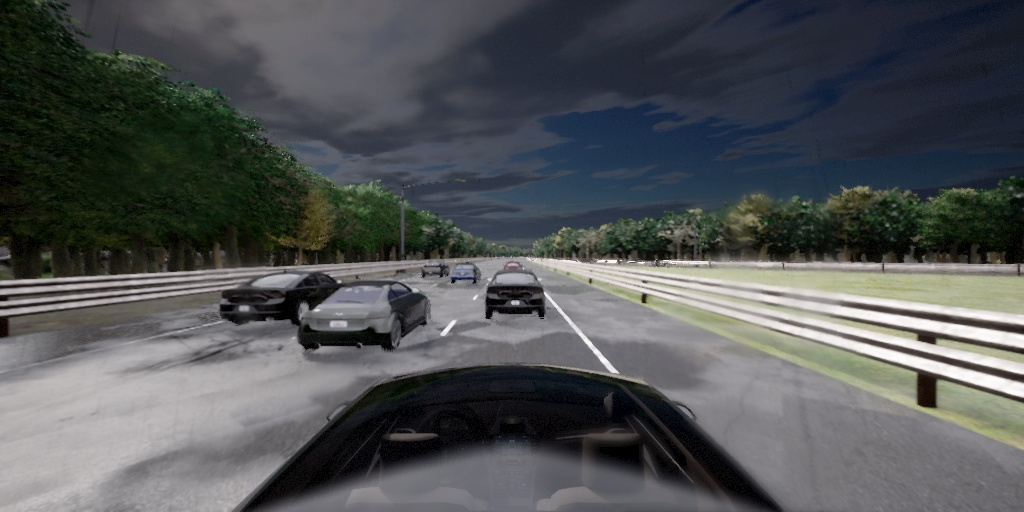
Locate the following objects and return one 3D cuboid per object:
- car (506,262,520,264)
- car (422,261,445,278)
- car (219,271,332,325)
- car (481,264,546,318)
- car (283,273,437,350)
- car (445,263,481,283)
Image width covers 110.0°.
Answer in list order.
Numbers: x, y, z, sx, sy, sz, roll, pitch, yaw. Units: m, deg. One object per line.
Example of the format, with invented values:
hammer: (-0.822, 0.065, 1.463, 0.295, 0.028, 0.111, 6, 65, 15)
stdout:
car: (0.100, 1.244, 33.770, 1.812, 1.442, 4.674, 0, 0, 0)
car: (-6.899, 1.198, 32.782, 2.128, 1.511, 4.902, 0, 1, 0)
car: (-6.899, 1.213, 11.728, 1.882, 1.535, 5.008, 0, 0, 0)
car: (0.101, 1.212, 12.918, 1.882, 1.535, 5.008, 0, 0, 0)
car: (-3.401, 1.303, 9.042, 1.994, 1.385, 4.181, 0, 0, 0)
car: (-3.399, 1.268, 27.098, 2.033, 1.411, 5.357, 0, 0, 0)
